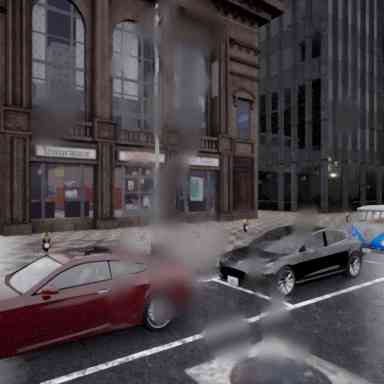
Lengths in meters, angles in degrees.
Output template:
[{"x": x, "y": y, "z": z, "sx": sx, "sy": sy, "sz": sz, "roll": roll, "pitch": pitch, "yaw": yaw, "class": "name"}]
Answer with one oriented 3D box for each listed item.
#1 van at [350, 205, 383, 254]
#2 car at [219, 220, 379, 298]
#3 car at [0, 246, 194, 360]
[{"x": 7.252, "y": 1.341, "z": 11.787, "sx": 3.998, "sy": 1.788, "sz": 1.690, "roll": 0, "pitch": 0, "yaw": -35, "class": "van"}, {"x": 2.670, "y": 1.566, "z": 8.535, "sx": 4.313, "sy": 1.339, "sz": 1.947, "roll": 0, "pitch": 0, "yaw": -35, "class": "car"}, {"x": -1.912, "y": 1.582, "z": 5.284, "sx": 4.206, "sy": 1.307, "sz": 1.802, "roll": 0, "pitch": 0, "yaw": -35, "class": "car"}]
